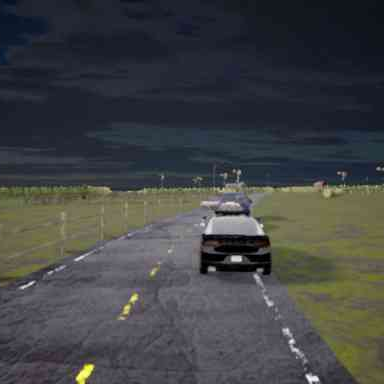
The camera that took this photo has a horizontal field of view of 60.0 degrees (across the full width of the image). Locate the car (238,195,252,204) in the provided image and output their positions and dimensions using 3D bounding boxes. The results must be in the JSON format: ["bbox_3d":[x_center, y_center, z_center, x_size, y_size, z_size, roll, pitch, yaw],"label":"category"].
[{"bbox_3d":[8.983,1.168,55.887,1.994,1.385,4.181,0,0,13],"label":"car"}]

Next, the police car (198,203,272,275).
[{"bbox_3d":[1.249,1.358,10.445,1.930,1.638,5.238,0,0,4],"label":"police car"}]

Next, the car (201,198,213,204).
[{"bbox_3d":[2.292,1.330,38.622,1.895,1.301,4.718,0,0,13],"label":"car"}]

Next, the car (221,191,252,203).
[{"bbox_3d":[3.318,1.047,25.978,2.150,2.045,5.566,0,0,11],"label":"car"}]

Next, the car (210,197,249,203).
[{"bbox_3d":[2.363,1.319,20.310,1.801,1.575,5.366,0,0,8],"label":"car"}]

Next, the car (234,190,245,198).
[{"bbox_3d":[11.246,0.404,78.490,2.097,1.767,4.553,0,0,13],"label":"car"}]

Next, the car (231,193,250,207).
[{"bbox_3d":[6.581,1.038,44.809,2.097,1.767,4.553,0,0,13],"label":"car"}]
